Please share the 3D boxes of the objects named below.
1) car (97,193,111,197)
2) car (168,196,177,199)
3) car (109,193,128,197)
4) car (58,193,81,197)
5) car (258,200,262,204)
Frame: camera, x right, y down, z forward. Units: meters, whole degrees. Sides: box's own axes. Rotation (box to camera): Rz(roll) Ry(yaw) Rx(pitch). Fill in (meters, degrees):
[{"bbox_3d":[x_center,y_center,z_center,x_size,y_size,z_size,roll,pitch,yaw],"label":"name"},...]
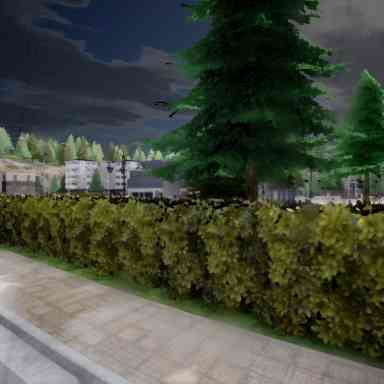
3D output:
[{"bbox_3d":[-16.701,1.097,68.943,1.932,1.855,4.605,0,0,43],"label":"car"},{"bbox_3d":[-3.305,1.374,56.063,1.845,1.501,3.633,0,0,43],"label":"car"},{"bbox_3d":[-10.572,1.384,52.725,1.970,1.475,3.806,0,0,43],"label":"car"},{"bbox_3d":[-28.382,1.153,79.442,2.152,1.636,5.027,0,0,43],"label":"car"},{"bbox_3d":[9.644,1.352,44.205,2.097,1.767,4.553,0,0,43],"label":"car"}]
